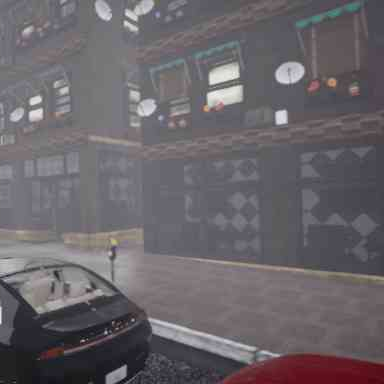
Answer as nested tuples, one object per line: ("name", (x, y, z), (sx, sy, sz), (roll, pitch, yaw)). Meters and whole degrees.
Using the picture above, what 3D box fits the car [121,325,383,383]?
("car", (1.996, 1.534, 1.335), (4.507, 1.381, 1.887), (-1, -2, 35))

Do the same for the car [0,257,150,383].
("car", (-2.522, 1.584, 4.526), (4.403, 1.369, 2.008), (-1, -2, 35))
